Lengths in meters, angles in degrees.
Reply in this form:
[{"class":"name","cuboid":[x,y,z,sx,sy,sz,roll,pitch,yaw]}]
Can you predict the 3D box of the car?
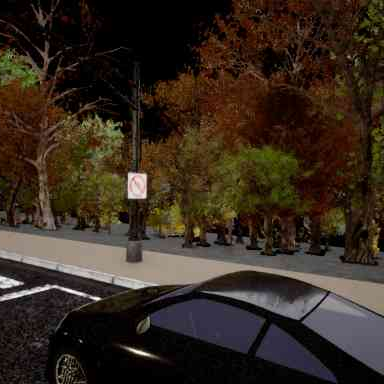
[{"class":"car","cuboid":[0.368,1.564,3.425,4.181,1.385,1.994,0,0,36]}]
